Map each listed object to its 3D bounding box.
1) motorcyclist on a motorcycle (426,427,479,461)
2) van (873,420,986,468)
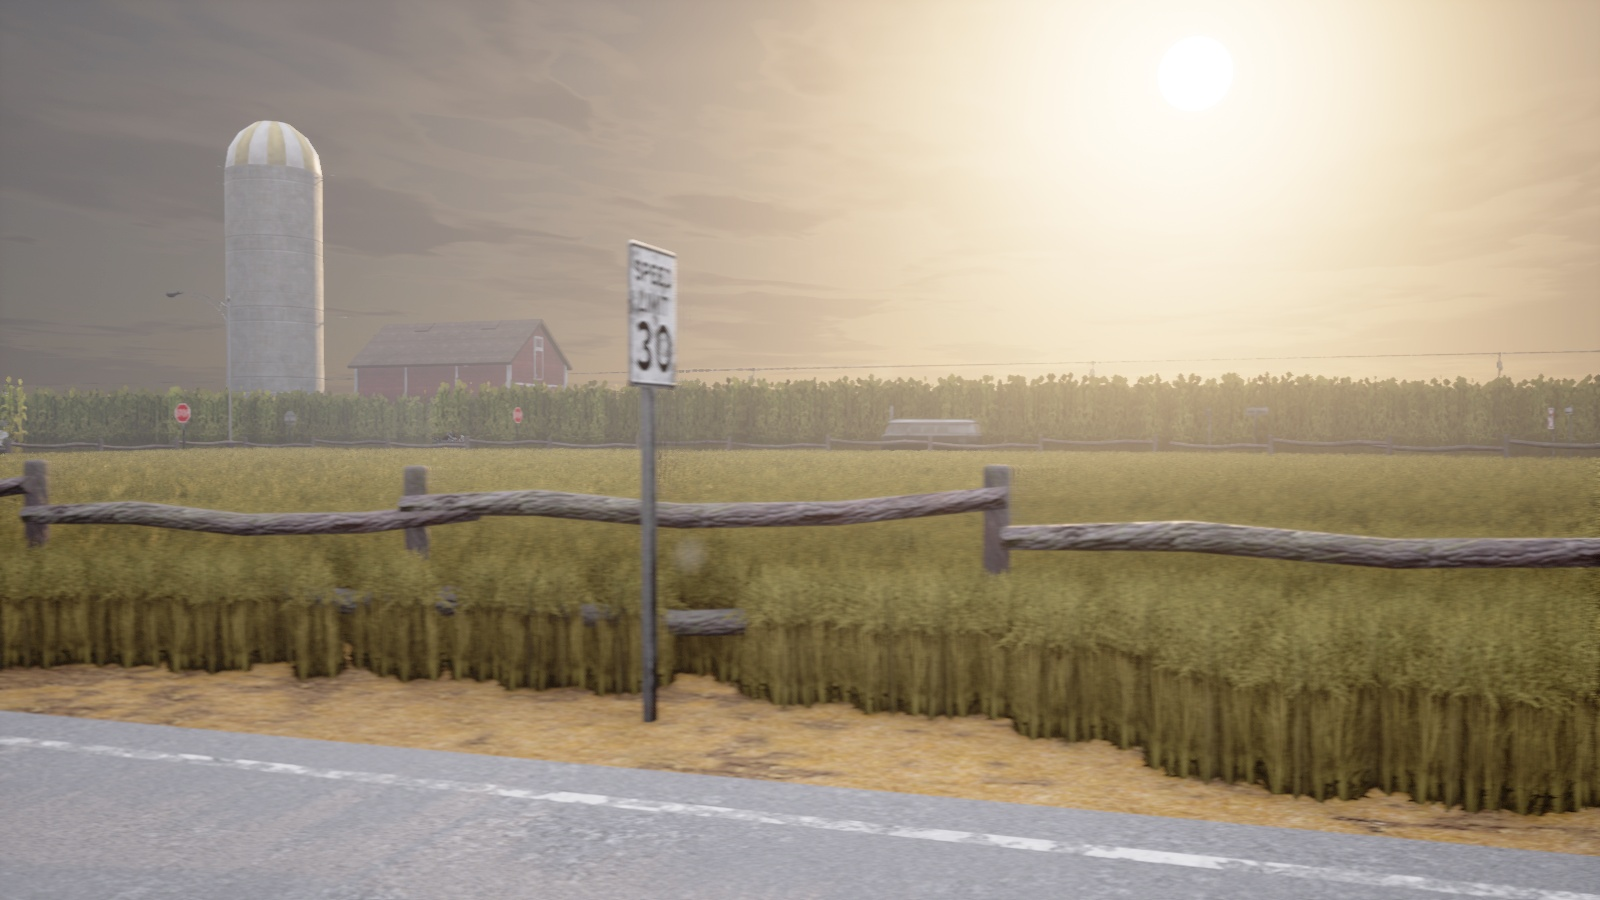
[{"bbox_3d":[-15.829,-0.287,57.214,2.191,1.530,0.866,1,1,19],"label":"motorcyclist on a motorcycle"},{"bbox_3d":[5.477,-0.275,53.100,4.442,1.987,1.775,1,1,19],"label":"van"}]
